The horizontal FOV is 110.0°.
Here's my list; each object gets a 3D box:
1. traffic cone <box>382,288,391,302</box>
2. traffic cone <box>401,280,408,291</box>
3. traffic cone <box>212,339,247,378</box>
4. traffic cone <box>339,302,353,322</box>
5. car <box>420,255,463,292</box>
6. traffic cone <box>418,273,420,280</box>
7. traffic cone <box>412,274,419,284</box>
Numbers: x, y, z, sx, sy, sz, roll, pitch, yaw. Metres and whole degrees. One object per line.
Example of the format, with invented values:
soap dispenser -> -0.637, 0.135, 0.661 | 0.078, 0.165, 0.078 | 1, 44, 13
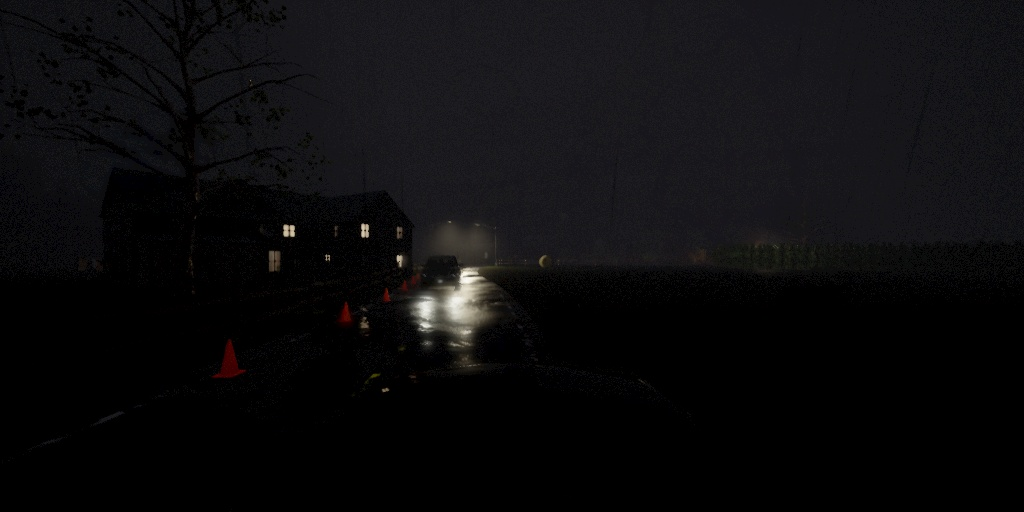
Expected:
traffic cone -> -5.549, 1.698, 15.833 | 0.340, 0.580, 0.340 | 0, 0, -7
traffic cone -> -6.195, 1.697, 20.707 | 0.340, 0.580, 0.340 | 0, 0, -9
traffic cone -> -4.749, 1.702, 6.033 | 0.340, 0.580, 0.340 | 0, 0, -3
traffic cone -> -5.067, 1.700, 10.940 | 0.340, 0.580, 0.340 | 0, 0, -5
car -> -4.166, 0.962, 21.511 | 2.150, 2.045, 5.566 | 0, 0, -9
traffic cone -> -7.969, 1.697, 30.434 | 0.340, 0.580, 0.340 | 0, 0, -11
traffic cone -> -7.004, 1.697, 25.557 | 0.340, 0.580, 0.340 | 0, 0, -10
